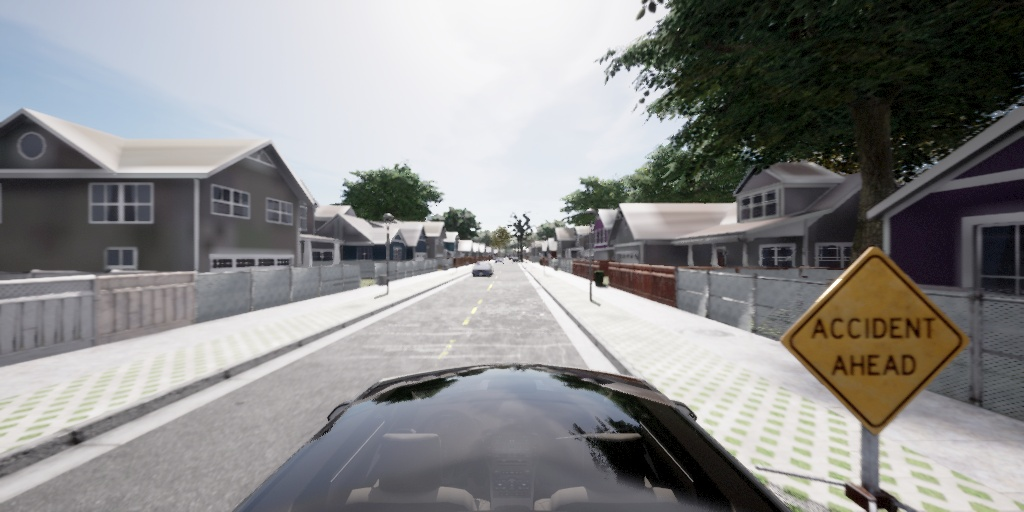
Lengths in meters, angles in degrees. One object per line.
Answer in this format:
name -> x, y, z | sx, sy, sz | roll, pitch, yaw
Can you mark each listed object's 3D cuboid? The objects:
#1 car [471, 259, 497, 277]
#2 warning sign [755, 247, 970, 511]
car -> -2.840, 1.226, 35.338 | 2.033, 1.411, 5.357 | 0, 0, 0
warning sign -> 2.518, 0.864, 2.521 | 1.300, 1.860, 1.060 | 0, 0, 0
